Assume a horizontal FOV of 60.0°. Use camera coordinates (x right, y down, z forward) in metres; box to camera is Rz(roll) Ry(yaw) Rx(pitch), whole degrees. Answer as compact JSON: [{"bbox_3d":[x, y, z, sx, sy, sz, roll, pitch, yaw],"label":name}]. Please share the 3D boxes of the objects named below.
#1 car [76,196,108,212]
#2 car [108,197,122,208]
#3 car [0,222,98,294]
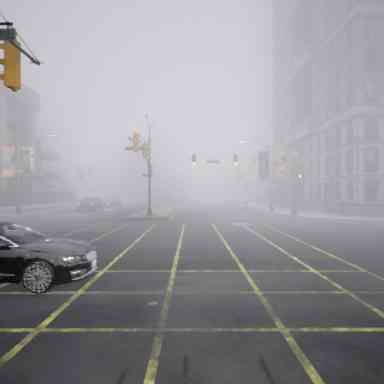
[{"bbox_3d":[-11.576,1.361,38.056,2.097,1.767,4.553,0,0,0],"label":"car"},{"bbox_3d":[-11.531,1.503,48.349,2.128,1.511,4.902,0,0,0],"label":"car"},{"bbox_3d":[-4.859,1.493,8.158,4.902,1.511,2.128,0,0,0],"label":"car"}]
